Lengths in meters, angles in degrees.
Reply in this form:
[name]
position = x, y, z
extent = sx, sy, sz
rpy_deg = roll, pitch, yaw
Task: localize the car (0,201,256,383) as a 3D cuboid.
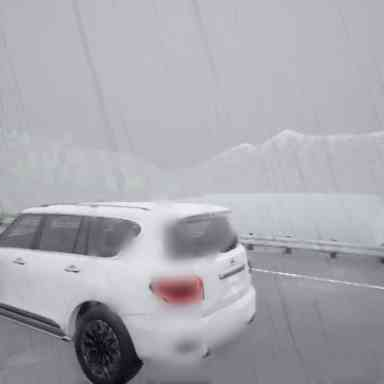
[car]
position = -1.745, 1.177, 5.445
extent = 5.566, 2.045, 2.150
rpy_deg = 0, 0, 33
